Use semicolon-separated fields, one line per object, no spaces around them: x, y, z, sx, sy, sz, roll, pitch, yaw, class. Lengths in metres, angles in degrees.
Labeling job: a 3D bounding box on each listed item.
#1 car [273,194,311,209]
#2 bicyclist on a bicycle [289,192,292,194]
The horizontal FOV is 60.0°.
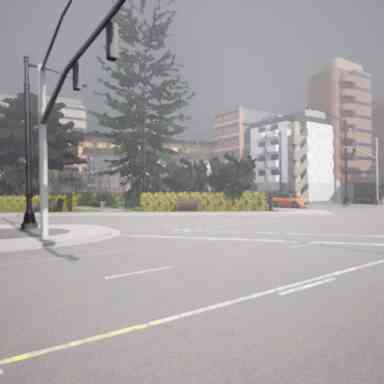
11.263;0.961;38.002;2.097;1.767;4.553;-1;1;-35;car
14.039;0.783;47.123;1.656;1.620;0.582;-1;1;-35;bicyclist on a bicycle
